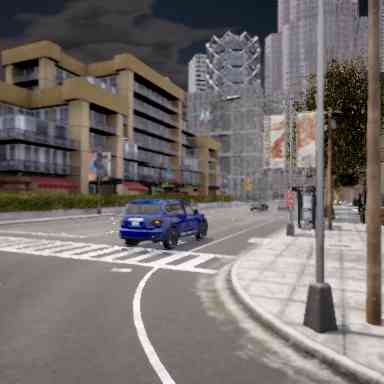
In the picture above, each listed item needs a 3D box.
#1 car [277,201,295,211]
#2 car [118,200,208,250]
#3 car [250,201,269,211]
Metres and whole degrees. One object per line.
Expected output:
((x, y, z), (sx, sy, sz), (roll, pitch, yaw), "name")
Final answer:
((14.230, 2.122, 50.311), (1.812, 1.442, 4.674), (0, -1, 24), "car")
((-1.125, 1.369, 15.494), (2.150, 2.045, 5.566), (0, -1, 24), "car")
((10.073, 2.107, 49.584), (2.033, 1.411, 5.357), (0, -1, 24), "car")
